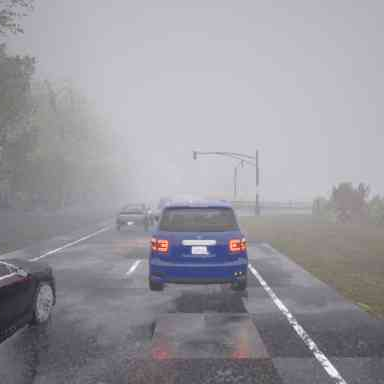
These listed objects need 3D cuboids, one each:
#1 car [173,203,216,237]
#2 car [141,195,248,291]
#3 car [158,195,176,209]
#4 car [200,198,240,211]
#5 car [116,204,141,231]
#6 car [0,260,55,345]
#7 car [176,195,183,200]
[{"bbox_3d":[0.122,1.496,19.001,2.128,1.511,4.902,0,0,0],"label":"car"},{"bbox_3d":[0.114,1.224,9.138,2.150,2.045,5.566,0,0,-1],"label":"car"},{"bbox_3d":[-3.355,1.358,45.143,2.097,1.767,4.553,0,0,0],"label":"car"},{"bbox_3d":[3.782,1.634,45.566,5.357,1.411,2.033,4,2,42],"label":"car"},{"bbox_3d":[-3.380,1.496,20.622,2.128,1.511,4.902,0,0,0],"label":"car"},{"bbox_3d":[-3.395,1.491,4.153,2.128,1.511,4.902,0,0,0],"label":"car"},{"bbox_3d":[-3.408,1.594,92.467,1.895,1.301,4.718,0,0,0],"label":"car"}]
